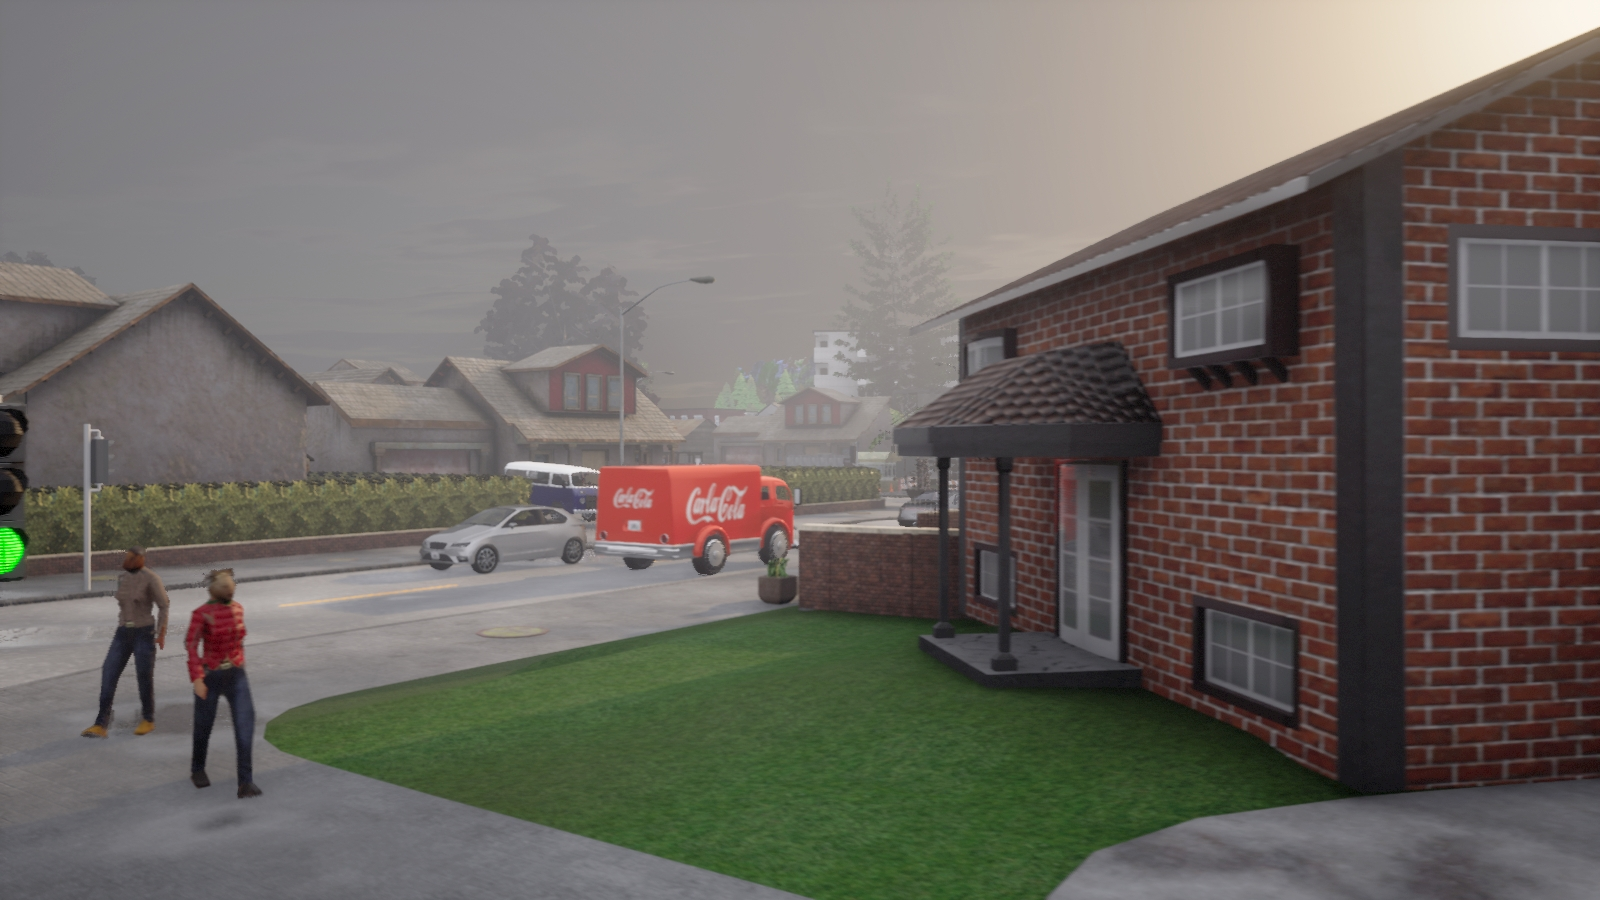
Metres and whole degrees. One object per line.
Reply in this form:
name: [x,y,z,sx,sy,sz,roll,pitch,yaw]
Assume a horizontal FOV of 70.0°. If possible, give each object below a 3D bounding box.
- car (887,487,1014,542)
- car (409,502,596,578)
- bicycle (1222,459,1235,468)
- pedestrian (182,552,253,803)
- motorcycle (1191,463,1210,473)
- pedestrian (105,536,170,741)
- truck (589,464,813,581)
car: [5.050,2.061,37.761,2.128,1.511,4.902,0,0,35]
car: [-7.055,2.082,27.463,1.816,1.474,4.193,0,0,34]
bicycle: [66.403,2.096,177.215,1.835,1.471,0.329,0,0,35]
pedestrian: [-4.558,1.753,8.946,0.375,1.860,0.375,0,0,39]
motorcycle: [48.471,2.216,138.305,2.033,1.199,0.803,0,0,35]
pedestrian: [-6.222,1.754,10.739,0.375,1.860,0.375,0,0,5]
truck: [-2.233,1.577,27.330,2.627,2.467,5.204,0,0,35]
